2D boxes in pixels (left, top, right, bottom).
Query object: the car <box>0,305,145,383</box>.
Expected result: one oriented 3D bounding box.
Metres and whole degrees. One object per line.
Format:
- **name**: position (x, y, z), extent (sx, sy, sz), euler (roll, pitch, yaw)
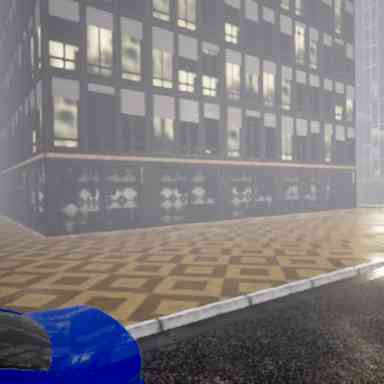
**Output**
- **car**: position (-2.614, 1.490, 1.512), extent (5.008, 1.535, 1.882), euler (-1, 0, -35)
